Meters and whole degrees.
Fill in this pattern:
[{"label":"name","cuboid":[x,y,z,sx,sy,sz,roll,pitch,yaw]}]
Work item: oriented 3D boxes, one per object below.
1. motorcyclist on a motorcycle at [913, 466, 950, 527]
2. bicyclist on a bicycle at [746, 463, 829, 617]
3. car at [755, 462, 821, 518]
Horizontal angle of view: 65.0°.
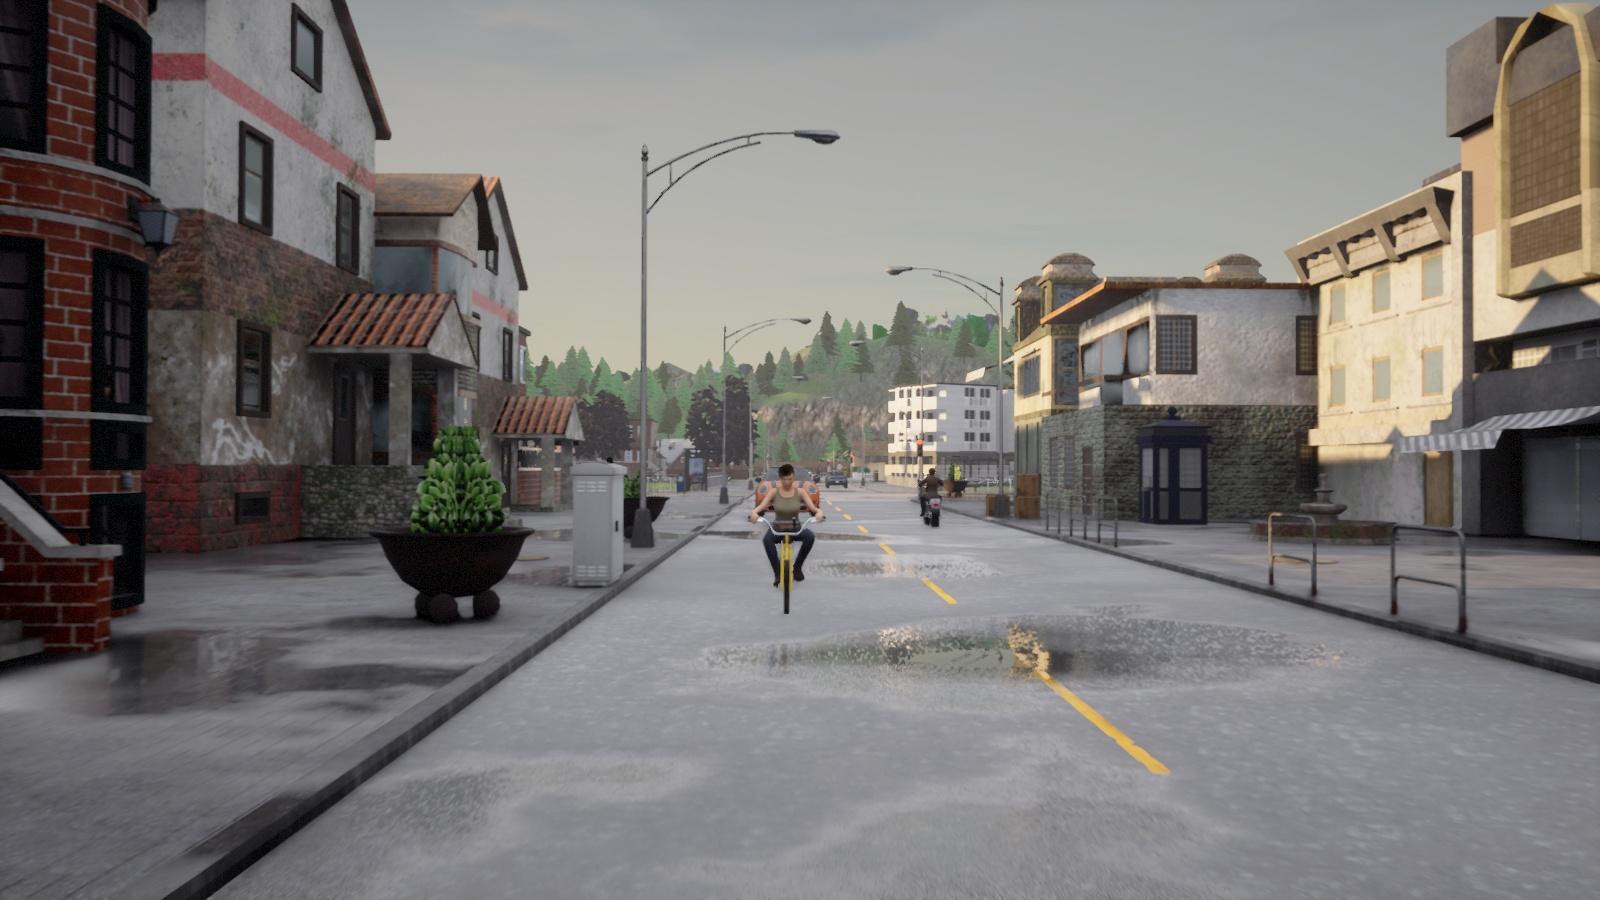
[{"label":"motorcyclist on a motorcycle","cuboid":[3.668,1.277,35.162,0.766,1.649,2.350,0,-1,0]},{"label":"bicyclist on a bicycle","cuboid":[-0.135,0.959,13.934,0.866,1.612,1.509,0,-1,0]},{"label":"car","cuboid":[-0.397,1.311,42.408,2.097,1.767,4.553,0,-1,-1]}]
